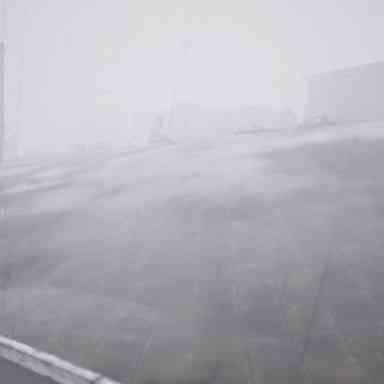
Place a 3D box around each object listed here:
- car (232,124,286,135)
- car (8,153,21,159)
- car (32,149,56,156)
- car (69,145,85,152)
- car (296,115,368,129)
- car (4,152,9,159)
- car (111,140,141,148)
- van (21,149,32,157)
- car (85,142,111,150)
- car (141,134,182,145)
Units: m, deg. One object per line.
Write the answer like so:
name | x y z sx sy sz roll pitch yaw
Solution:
car | 5.374 -4.548 26.036 4.892 1.521 2.231 3 2 43
car | -30.814 -6.094 60.050 4.674 1.452 2.002 2 1 43
car | -22.773 -5.807 52.491 4.892 1.521 2.231 2 2 43
car | -14.746 -5.588 44.947 4.553 1.767 2.185 3 2 43
car | 9.399 -4.351 22.264 4.892 1.521 2.231 3 2 43
car | -34.806 -6.539 63.801 5.566 2.045 2.435 2 1 43
car | -6.596 -5.056 37.287 4.674 1.452 2.002 3 2 43
van | -26.699 -6.195 56.182 4.442 1.987 1.878 2 2 43
car | -10.725 -5.409 41.168 4.553 1.767 2.185 3 2 43
car | -2.591 -5.040 33.523 4.553 1.767 2.185 3 2 43
